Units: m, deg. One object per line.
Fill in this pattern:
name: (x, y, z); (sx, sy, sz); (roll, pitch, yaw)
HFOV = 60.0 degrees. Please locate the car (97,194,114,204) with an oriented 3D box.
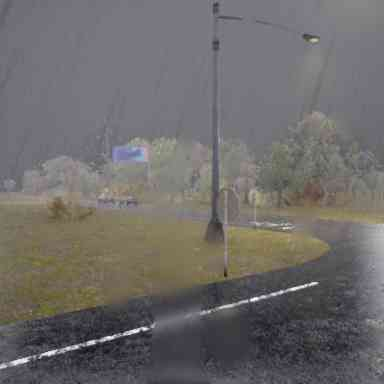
car: (-15.880, 1.230, 61.133); (2.097, 1.767, 4.553); (0, 0, -34)

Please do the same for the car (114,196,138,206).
car: (-10.209, 1.401, 52.645); (1.837, 1.490, 4.892); (0, 0, -33)
